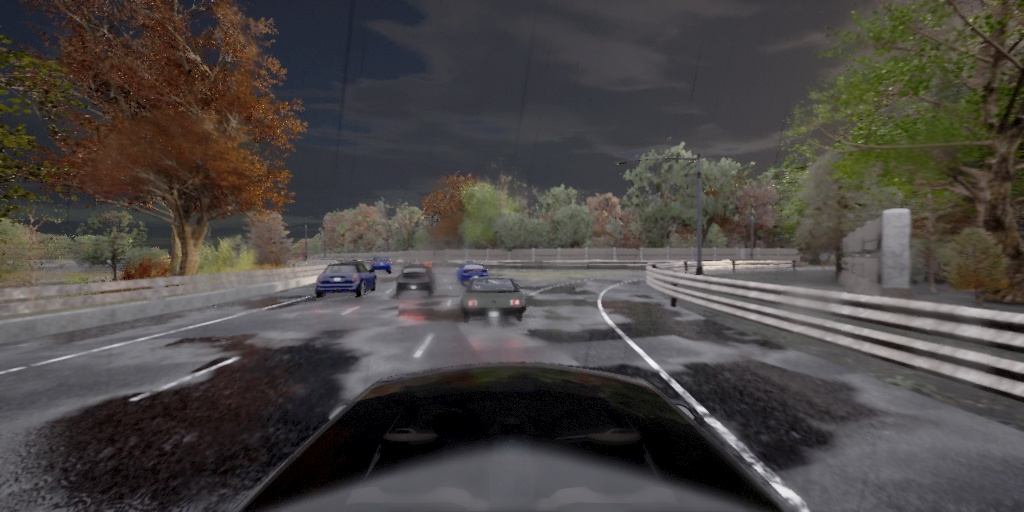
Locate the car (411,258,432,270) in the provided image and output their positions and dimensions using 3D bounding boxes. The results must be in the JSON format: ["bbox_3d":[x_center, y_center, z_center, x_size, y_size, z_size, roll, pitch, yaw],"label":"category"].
[{"bbox_3d":[-13.966,1.153,55.172,2.097,1.767,4.553,0,0,-28],"label":"car"}]

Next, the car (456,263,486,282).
[{"bbox_3d":[-2.973,1.239,26.271,1.882,1.535,5.008,0,0,-13],"label":"car"}]

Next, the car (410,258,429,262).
[{"bbox_3d":[-10.719,1.280,40.093,2.128,1.511,4.902,0,0,-19],"label":"car"}]

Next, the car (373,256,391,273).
[{"bbox_3d":[-16.079,1.029,43.767,2.150,2.045,5.566,0,0,-23],"label":"car"}]

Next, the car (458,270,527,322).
[{"bbox_3d":[-0.708,1.354,12.352,1.895,1.301,4.718,0,0,-5],"label":"car"}]

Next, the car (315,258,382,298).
[{"bbox_3d":[-8.630,1.133,19.091,2.097,1.767,4.553,0,0,-9],"label":"car"}]

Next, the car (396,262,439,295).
[{"bbox_3d":[-5.231,1.274,19.938,1.837,1.490,4.892,0,0,-10],"label":"car"}]
